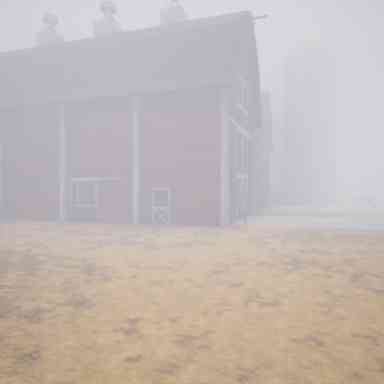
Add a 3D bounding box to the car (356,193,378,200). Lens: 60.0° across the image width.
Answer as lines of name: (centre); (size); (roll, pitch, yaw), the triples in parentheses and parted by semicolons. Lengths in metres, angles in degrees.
car: (41.704, 1.111, 78.601); (3.988, 1.617, 1.851); (0, 0, 19)
